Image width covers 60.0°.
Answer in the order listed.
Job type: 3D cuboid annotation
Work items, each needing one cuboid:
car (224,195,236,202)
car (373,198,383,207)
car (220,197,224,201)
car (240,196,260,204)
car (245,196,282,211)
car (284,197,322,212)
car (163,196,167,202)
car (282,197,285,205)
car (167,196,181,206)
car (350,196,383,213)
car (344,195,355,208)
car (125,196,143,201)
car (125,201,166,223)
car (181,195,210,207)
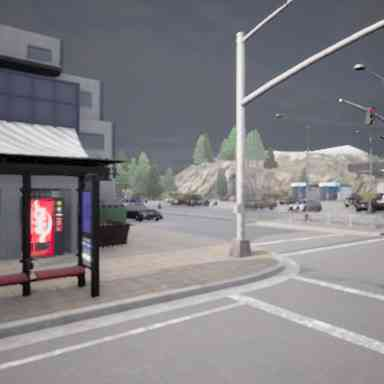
[{"bbox_3d":[11.114,1.630,81.466,5.027,1.636,2.152,0,0,-36],"label":"car"},{"bbox_3d":[31.130,1.661,53.664,3.806,1.475,1.970,0,0,-36],"label":"car"},{"bbox_3d":[9.243,1.639,83.984,4.514,1.523,2.007,0,0,-36],"label":"car"},{"bbox_3d":[11.786,1.605,67.367,3.633,1.501,1.845,0,0,-36],"label":"car"},{"bbox_3d":[8.310,1.404,41.104,5.027,1.636,2.152,0,0,-36],"label":"car"},{"bbox_3d":[12.315,1.483,36.079,3.806,1.475,1.970,0,0,-36],"label":"car"},{"bbox_3d":[-4.136,1.648,70.702,3.806,1.475,1.970,0,0,-36],"label":"car"},{"bbox_3d":[17.578,1.583,59.224,4.514,1.523,2.007,0,0,-36],"label":"car"},{"bbox_3d":[-1.179,1.347,53.619,4.605,1.855,1.932,0,0,-36],"label":"car"},{"bbox_3d":[20.177,1.562,37.213,4.514,1.523,2.007,0,0,-36],"label":"car"},{"bbox_3d":[24.263,1.381,48.689,4.605,1.855,1.932,0,0,-36],"label":"car"},{"bbox_3d":[-11.903,1.624,68.797,3.633,1.501,1.845,0,0,-36],"label":"car"},{"bbox_3d":[-4.516,1.748,28.505,2.033,1.411,5.357,0,0,-36],"label":"car"},{"bbox_3d":[0.850,1.327,51.499,3.866,1.878,1.905,0,0,-36],"label":"car"}]
